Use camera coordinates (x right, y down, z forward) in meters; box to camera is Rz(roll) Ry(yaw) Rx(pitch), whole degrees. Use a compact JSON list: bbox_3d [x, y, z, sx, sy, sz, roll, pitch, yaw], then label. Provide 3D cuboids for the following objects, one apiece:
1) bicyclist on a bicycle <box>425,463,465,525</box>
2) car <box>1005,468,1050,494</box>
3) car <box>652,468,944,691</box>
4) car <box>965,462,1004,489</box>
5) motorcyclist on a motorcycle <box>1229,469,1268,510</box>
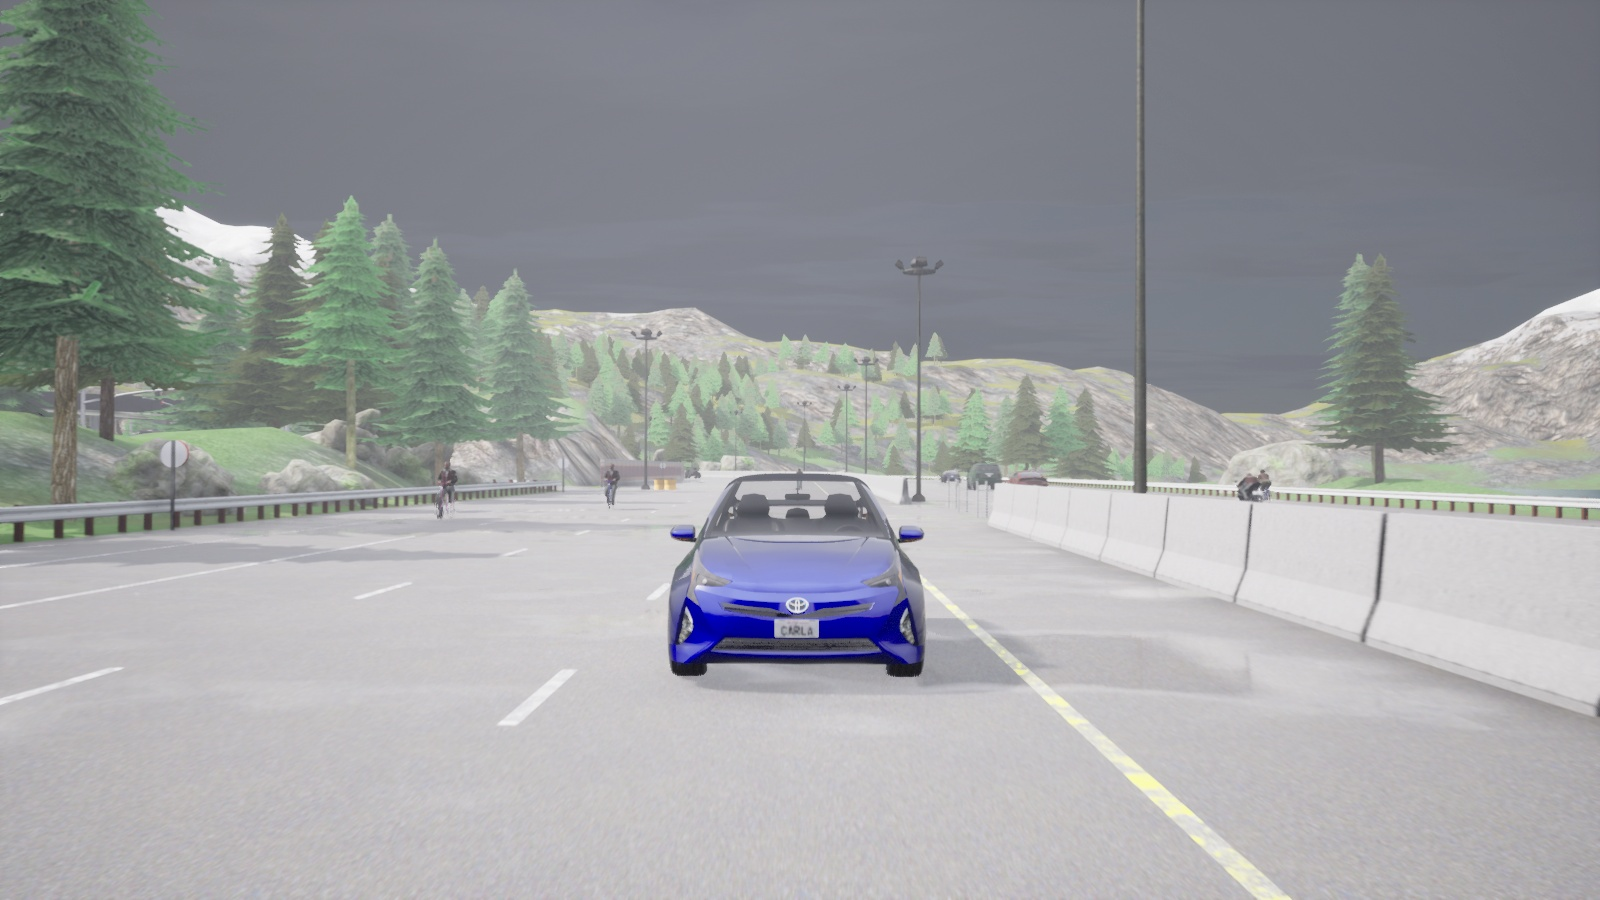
[{"bbox_3d":[-10.515,1.290,37.233,0.659,1.776,1.843,0,-1,0],"label":"bicyclist on a bicycle"},{"bbox_3d":[13.987,1.913,77.574,1.882,1.535,5.008,0,-1,0],"label":"car"},{"bbox_3d":[-0.016,0.925,10.907,2.007,1.525,4.514,0,-1,0],"label":"car"},{"bbox_3d":[13.987,1.928,95.602,2.150,2.045,5.566,0,-1,0],"label":"car"},{"bbox_3d":[17.299,1.515,48.496,0.866,1.530,2.191,1,-1,4],"label":"motorcyclist on a motorcycle"}]
